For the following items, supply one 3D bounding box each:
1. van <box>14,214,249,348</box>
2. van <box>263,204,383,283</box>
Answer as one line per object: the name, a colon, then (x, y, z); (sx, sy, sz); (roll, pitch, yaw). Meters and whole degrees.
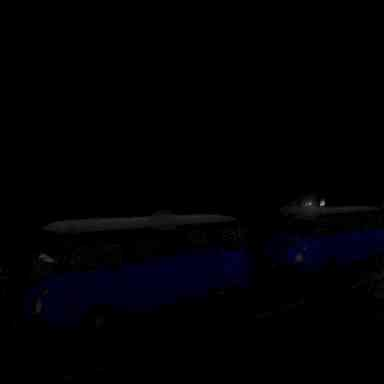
van: (-0.809, 1.324, 5.959); (3.998, 1.788, 1.690); (0, 0, -35)
van: (3.749, 1.291, 9.189); (3.998, 1.788, 1.690); (0, 0, -35)
